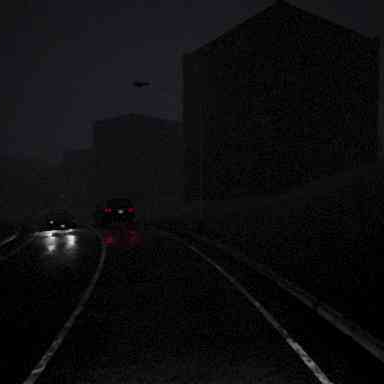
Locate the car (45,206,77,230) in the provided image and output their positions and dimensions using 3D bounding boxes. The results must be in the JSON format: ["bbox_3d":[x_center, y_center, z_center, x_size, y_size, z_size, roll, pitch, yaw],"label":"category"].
[{"bbox_3d":[-9.697,1.927,24.359,2.033,1.411,5.357,-1,-1,-26],"label":"car"}]

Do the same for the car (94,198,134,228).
[{"bbox_3d":[-5.913,1.496,24.883,2.150,2.045,5.566,-1,-1,-24],"label":"car"}]

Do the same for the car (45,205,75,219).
[{"bbox_3d":[-15.863,2.384,39.752,1.812,1.442,4.674,-2,-1,-42],"label":"car"}]

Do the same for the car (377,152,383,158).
[{"bbox_3d":[33.460,-5.920,56.292,2.002,1.452,4.674,0,2,10],"label":"car"}]

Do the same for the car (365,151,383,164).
[{"bbox_3d":[34.389,-6.355,61.691,2.435,2.045,5.566,0,2,10],"label":"car"}]
